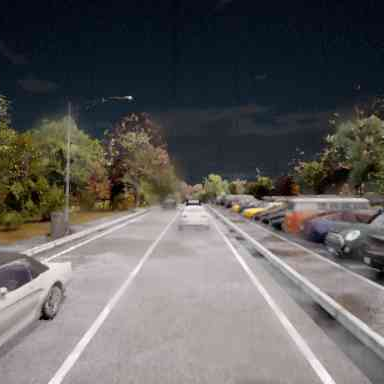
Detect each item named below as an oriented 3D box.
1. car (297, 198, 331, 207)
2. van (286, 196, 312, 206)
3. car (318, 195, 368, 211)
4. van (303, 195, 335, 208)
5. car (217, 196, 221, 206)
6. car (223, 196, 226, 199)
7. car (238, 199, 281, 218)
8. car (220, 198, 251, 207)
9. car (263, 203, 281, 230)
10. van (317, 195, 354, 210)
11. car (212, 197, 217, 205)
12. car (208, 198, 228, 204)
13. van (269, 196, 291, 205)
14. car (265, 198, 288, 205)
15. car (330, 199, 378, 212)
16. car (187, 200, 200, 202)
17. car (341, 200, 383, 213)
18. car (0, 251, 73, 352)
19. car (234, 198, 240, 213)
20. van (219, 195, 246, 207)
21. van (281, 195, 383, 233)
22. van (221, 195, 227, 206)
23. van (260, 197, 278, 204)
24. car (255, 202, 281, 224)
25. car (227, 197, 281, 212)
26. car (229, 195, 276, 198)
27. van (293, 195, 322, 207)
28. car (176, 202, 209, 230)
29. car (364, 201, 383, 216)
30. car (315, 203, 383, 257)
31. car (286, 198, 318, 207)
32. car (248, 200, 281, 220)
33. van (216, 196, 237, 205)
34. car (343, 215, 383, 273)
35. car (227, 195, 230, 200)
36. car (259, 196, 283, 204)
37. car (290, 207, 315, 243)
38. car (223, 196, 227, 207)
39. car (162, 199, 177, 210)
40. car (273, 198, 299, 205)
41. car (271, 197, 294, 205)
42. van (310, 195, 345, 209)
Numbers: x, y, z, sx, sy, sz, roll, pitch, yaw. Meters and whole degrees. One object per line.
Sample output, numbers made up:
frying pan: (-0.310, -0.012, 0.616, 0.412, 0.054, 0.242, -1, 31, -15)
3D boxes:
car: (20.302, 1.762, 55.565, 5.008, 1.535, 2.097, 0, -1, 0)
van: (20.460, 1.714, 63.877, 4.442, 1.987, 1.878, 0, -1, 0)
car: (20.209, 1.427, 44.630, 5.566, 2.045, 2.435, 0, 0, 0)
van: (20.166, 1.496, 52.949, 4.442, 1.987, 1.878, 0, -1, 0)
car: (7.231, 1.474, 53.038, 5.566, 2.045, 2.435, 0, 0, 0)
car: (7.175, 1.737, 47.484, 4.674, 1.452, 2.002, 0, 0, 0)
car: (6.881, 1.592, 28.053, 5.366, 1.575, 1.946, 0, 0, 0)
car: (7.247, 1.799, 55.786, 4.792, 1.488, 2.163, 0, -1, 0)
car: (6.991, 1.581, 19.723, 4.792, 1.488, 2.163, 0, 0, 0)
van: (20.369, 1.467, 47.400, 4.442, 1.987, 1.878, 0, 0, 0)
car: (7.300, 2.065, 69.670, 5.008, 1.535, 2.097, 0, -1, 0)
car: (7.231, 2.585, 91.859, 5.366, 1.575, 1.946, 0, -2, 0)
van: (20.535, 2.009, 77.725, 4.442, 1.987, 1.878, 0, -1, 0)
car: (20.427, 2.295, 80.491, 4.892, 1.521, 2.231, 0, -1, 0)
car: (20.216, 1.663, 41.734, 5.008, 1.535, 2.097, 0, 0, 0)
car: (0.187, 1.637, 39.297, 1.882, 1.535, 5.008, 0, 0, 0)
car: (20.204, 1.689, 38.963, 4.674, 1.452, 2.002, 0, 0, 0)
car: (-3.349, 1.612, 4.553, 1.895, 1.301, 4.718, 0, 0, 0)
car: (7.090, 1.625, 33.604, 4.892, 1.521, 2.231, 0, 0, 0)
van: (7.117, 1.603, 58.573, 4.442, 1.987, 1.878, 0, -1, 0)
van: (7.122, 1.311, 16.948, 4.442, 1.987, 1.878, 0, 0, 0)
van: (7.071, 1.485, 50.262, 4.442, 1.987, 1.878, 0, 0, 0)
van: (20.597, 2.272, 88.921, 4.442, 1.987, 1.878, 0, -2, 0)
car: (7.006, 1.595, 22.499, 4.792, 1.488, 2.163, 0, 0, 0)
car: (6.926, 1.636, 36.381, 5.366, 1.575, 1.946, 0, 0, 0)
car: (7.096, 1.527, 39.157, 4.553, 1.767, 2.185, 0, 0, 0)
van: (20.195, 1.596, 58.340, 4.442, 1.987, 1.878, 0, -1, 0)
car: (0.128, 1.593, 21.589, 1.812, 1.442, 4.674, 0, 0, 0)
car: (20.179, 1.660, 33.548, 4.674, 1.452, 2.002, 0, 0, 0)
car: (7.006, 1.385, 11.398, 4.553, 1.767, 2.185, 0, 0, 0)
car: (20.143, 1.877, 61.103, 5.366, 1.575, 1.946, 0, -1, 0)
car: (7.022, 1.610, 25.275, 4.792, 1.488, 2.163, 0, 0, 0)
van: (7.426, 1.899, 72.450, 4.442, 1.987, 1.878, 0, -1, 0)
car: (6.954, 1.503, 8.618, 4.892, 1.521, 2.231, 0, 0, 0)
car: (7.111, 1.542, 41.933, 4.553, 1.767, 2.185, 0, 0, 0)
car: (20.492, 2.168, 86.031, 5.566, 2.045, 2.435, 0, -2, 0)
car: (7.019, 1.552, 14.170, 4.792, 1.488, 2.163, 0, 0, 0)
car: (7.152, 1.682, 44.708, 5.008, 1.535, 2.097, 0, 0, 0)
car: (-3.208, 1.714, 47.572, 1.882, 1.535, 5.008, 0, -1, 1)
car: (20.384, 2.119, 72.307, 5.008, 1.535, 2.097, 0, -1, 0)
car: (20.372, 2.050, 74.954, 4.553, 1.767, 2.185, 0, -1, 0)
van: (20.383, 1.481, 50.045, 4.442, 1.987, 1.878, 0, 0, 0)
